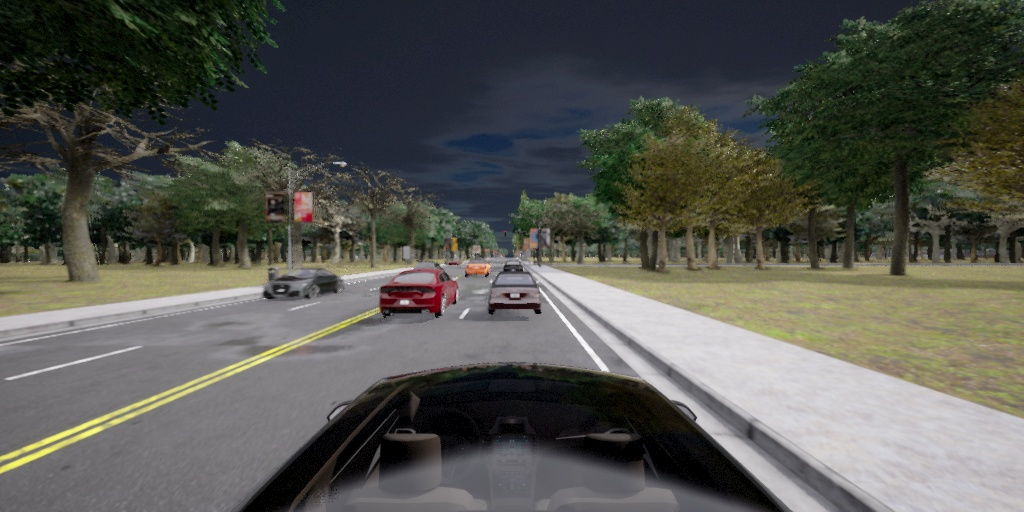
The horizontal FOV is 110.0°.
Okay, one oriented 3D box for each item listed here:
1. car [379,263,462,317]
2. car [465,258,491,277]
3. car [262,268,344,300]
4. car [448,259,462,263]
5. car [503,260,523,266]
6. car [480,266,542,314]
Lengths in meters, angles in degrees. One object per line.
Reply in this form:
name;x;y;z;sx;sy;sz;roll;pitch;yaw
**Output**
car;-3.138;1.198;12.979;1.882;1.535;5.008;0;0;0
car;-3.142;1.018;34.036;2.097;1.767;4.553;0;0;0
car;-9.847;1.274;17.260;1.994;1.385;4.181;0;0;0
car;-9.737;1.217;61.449;1.895;1.301;4.718;0;0;0
car;0.106;1.137;35.822;1.882;1.535;5.008;0;0;0
car;0.094;1.266;13.614;2.033;1.411;5.357;0;0;0
